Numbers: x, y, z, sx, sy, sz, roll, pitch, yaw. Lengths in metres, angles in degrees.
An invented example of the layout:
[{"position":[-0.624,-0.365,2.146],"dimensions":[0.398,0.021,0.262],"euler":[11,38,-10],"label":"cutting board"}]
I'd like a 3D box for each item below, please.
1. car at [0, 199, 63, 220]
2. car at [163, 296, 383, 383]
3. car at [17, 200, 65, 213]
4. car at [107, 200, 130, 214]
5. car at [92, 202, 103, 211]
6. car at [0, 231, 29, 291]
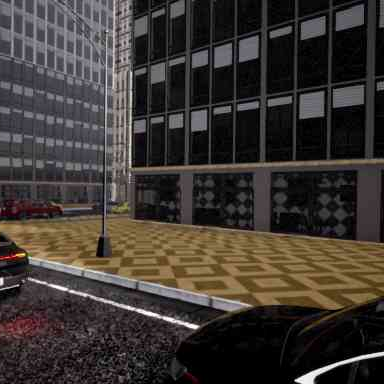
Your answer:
[{"position":[-14.164,1.519,29.664],"dimensions":[2.192,1.841,5.009],"euler":[1,0,37],"label":"car"},{"position":[1.986,1.505,2.258],"dimensions":[4.892,1.490,1.837],"euler":[0,0,36],"label":"car"},{"position":[-17.629,1.643,39.051],"dimensions":[1.752,1.417,4.829],"euler":[1,0,37],"label":"car"},{"position":[-7.334,1.830,38.851],"dimensions":[1.752,1.417,4.829],"euler":[1,0,37],"label":"car"},{"position":[-10.996,1.790,43.612],"dimensions":[1.994,1.385,4.181],"euler":[1,0,36],"label":"car"},{"position":[-5.731,1.500,7.801],"dimensions":[4.892,1.490,1.837],"euler":[0,0,36],"label":"car"}]
